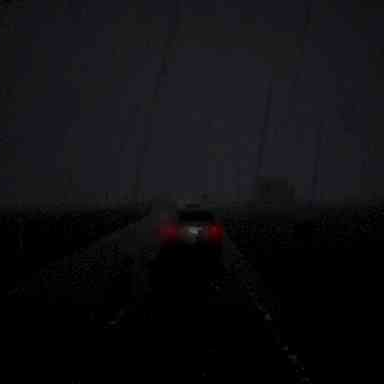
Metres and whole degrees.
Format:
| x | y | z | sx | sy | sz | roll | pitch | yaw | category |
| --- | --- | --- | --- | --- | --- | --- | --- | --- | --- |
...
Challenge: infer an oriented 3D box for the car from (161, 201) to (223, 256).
| x | y | z | sx | sy | sz | roll | pitch | yaw | category |
| --- | --- | --- | --- | --- | --- | --- | --- | --- | --- |
| 0.068 | 1.435 | 13.688 | 2.097 | 1.767 | 4.553 | 0 | 0 | 0 | car |

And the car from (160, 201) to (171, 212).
| x | y | z | sx | sy | sz | roll | pitch | yaw | category |
| --- | --- | --- | --- | --- | --- | --- | --- | --- | --- |
| -2.825 | 1.842 | 41.943 | 1.994 | 1.385 | 4.181 | 0 | 0 | 0 | car |

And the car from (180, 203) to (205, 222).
| x | y | z | sx | sy | sz | roll | pitch | yaw | category |
| --- | --- | --- | --- | --- | --- | --- | --- | --- | --- |
| 0.070 | 1.750 | 29.093 | 1.994 | 1.385 | 4.181 | 0 | 0 | 0 | car |
